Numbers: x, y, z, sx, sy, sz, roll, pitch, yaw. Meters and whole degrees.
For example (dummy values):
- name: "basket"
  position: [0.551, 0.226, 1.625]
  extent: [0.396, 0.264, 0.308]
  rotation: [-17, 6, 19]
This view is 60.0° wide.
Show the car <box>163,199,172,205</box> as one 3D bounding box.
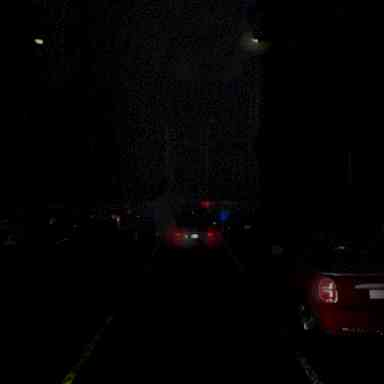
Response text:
- name: "car"
  position: [-5.856, 2.410, 80.016]
  extent: [1.802, 1.307, 4.206]
  rotation: [0, -1, 0]

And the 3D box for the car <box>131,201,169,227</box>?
- name: "car"
  position: [-3.100, 1.716, 25.221]
  extent: [1.882, 1.535, 5.008]
  rotation: [0, -1, 0]

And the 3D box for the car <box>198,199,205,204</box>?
- name: "car"
  position: [2.670, 2.515, 91.271]
  extent: [1.802, 1.307, 4.206]
  rotation: [0, -1, 0]

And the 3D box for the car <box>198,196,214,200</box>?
- name: "car"
  position: [2.395, 1.759, 51.295]
  extent: [2.150, 2.045, 5.566]
  rotation: [0, -1, 0]

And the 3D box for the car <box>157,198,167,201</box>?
- name: "car"
  position: [-5.859, 2.121, 57.286]
  extent: [1.752, 1.417, 4.829]
  rotation: [0, -1, 0]

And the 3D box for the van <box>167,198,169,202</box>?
- name: "van"
  position: [-5.858, 2.000, 63.100]
  extent: [1.690, 1.788, 3.998]
  rotation: [0, -1, 0]

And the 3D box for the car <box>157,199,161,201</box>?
- name: "car"
  position: [-5.865, 1.993, 45.974]
  extent: [1.752, 1.417, 4.829]
  rotation: [0, -1, 1]

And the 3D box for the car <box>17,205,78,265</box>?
- name: "car"
  position: [-5.858, 1.428, 12.344]
  extent: [2.192, 1.841, 5.009]
  rotation: [0, -1, 0]

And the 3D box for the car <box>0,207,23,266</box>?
- name: "car"
  position: [-5.858, 1.377, 6.705]
  extent: [2.192, 1.841, 5.009]
  rotation: [0, -1, 0]

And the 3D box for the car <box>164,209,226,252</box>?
- name: "car"
  position: [0.099, 1.681, 14.571]
  extent: [2.033, 1.411, 5.357]
  rotation: [0, -1, 0]

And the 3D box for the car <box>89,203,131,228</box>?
- name: "car"
  position: [-5.859, 1.663, 23.622]
  extent: [1.967, 1.590, 4.097]
  rotation: [0, -1, 0]

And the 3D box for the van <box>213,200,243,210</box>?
- name: "van"
  position: [2.666, 1.563, 23.607]
  extent: [1.690, 1.788, 3.998]
  rotation: [0, -1, 0]

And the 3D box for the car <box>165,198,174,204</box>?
- name: "car"
  position: [-5.857, 2.321, 85.658]
  extent: [1.967, 1.590, 4.097]
  rotation: [0, -1, 0]

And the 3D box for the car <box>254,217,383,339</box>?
- name: "car"
  position: [2.667, 1.502, 6.690]
  extent: [1.967, 1.590, 4.097]
  rotation: [0, -1, 0]

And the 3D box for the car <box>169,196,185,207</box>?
- name: "car"
  position: [-3.008, 1.907, 65.621]
  extent: [2.150, 2.045, 5.566]
  rotation: [0, -1, 0]

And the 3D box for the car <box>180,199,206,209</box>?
- name: "car"
  position: [0.101, 1.833, 34.889]
  extent: [2.128, 1.511, 4.902]
  rotation: [0, -1, 0]

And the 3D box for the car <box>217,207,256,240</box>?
- name: "car"
  position: [2.667, 1.732, 17.966]
  extent: [1.947, 1.339, 4.313]
  rotation: [0, -1, 0]

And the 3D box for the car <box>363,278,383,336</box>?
- name: "car"
  position: [2.667, 1.555, 1.050]
  extent: [1.887, 1.381, 4.507]
  rotation: [0, -1, 0]

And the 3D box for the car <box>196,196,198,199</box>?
- name: "car"
  position: [2.669, 2.321, 85.633]
  extent: [1.967, 1.590, 4.097]
  rotation: [0, -1, 0]

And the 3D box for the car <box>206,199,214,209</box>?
- name: "car"
  position: [2.668, 1.934, 40.729]
  extent: [1.752, 1.417, 4.829]
  rotation: [0, -1, 1]
